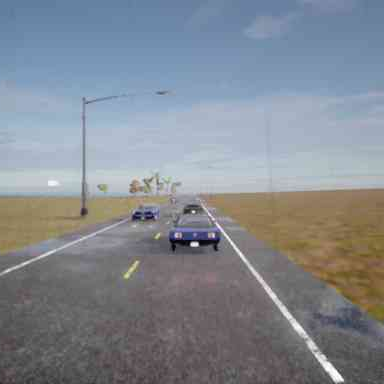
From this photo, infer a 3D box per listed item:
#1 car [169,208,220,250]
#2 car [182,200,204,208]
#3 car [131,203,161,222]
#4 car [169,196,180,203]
[{"bbox_3d":[0.104,1.601,14.286,1.895,1.301,4.718,0,0,0],"label":"car"},{"bbox_3d":[0.108,1.506,32.021,1.837,1.490,4.892,0,0,0],"label":"car"},{"bbox_3d":[-3.593,1.602,26.562,1.895,1.301,4.718,0,0,0],"label":"car"},{"bbox_3d":[-3.491,1.500,66.996,2.128,1.511,4.902,0,0,0],"label":"car"}]
